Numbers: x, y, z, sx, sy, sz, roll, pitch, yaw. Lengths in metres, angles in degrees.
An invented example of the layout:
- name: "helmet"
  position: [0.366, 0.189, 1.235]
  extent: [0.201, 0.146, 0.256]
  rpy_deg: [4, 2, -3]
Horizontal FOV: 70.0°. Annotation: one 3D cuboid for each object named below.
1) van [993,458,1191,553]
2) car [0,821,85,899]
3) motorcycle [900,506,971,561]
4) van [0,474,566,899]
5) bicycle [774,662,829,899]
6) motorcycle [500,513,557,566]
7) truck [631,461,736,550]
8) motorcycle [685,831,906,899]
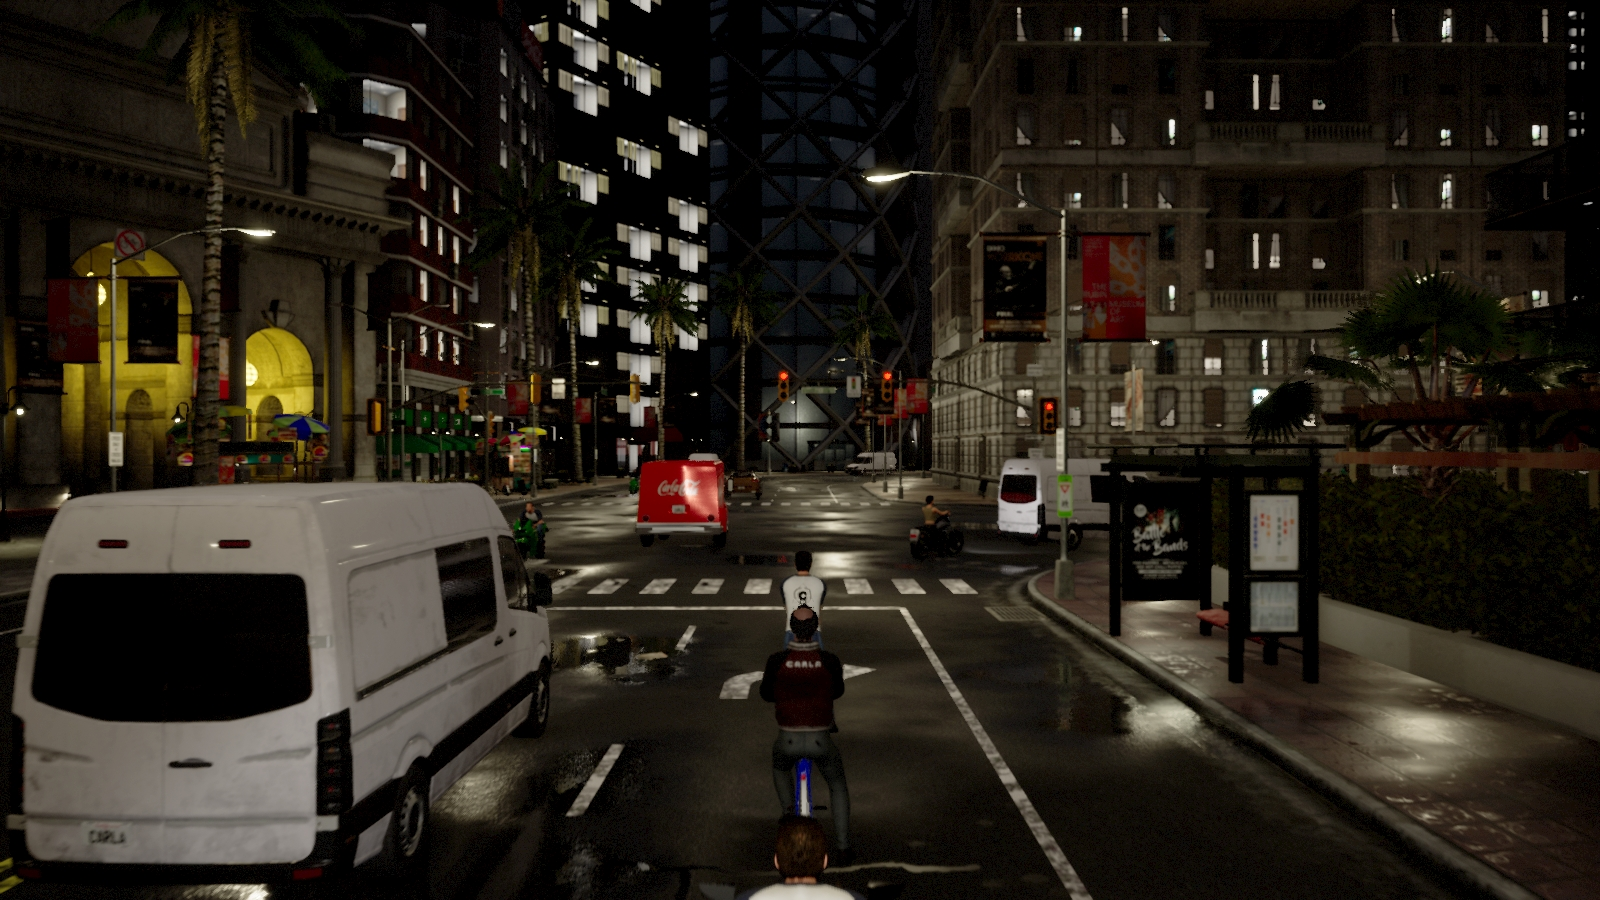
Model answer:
- name: "van"
  position: [8.635, 1.533, 33.620]
  extent: [5.915, 2.561, 1.988]
  rpy_deg: [0, 0, -29]
- name: "car"
  position: [-3.486, 2.120, 3.284]
  extent: [1.481, 1.376, 2.207]
  rpy_deg: [0, 0, 0]
- name: "motorcycle"
  position: [3.572, 2.169, 29.955]
  extent: [0.764, 1.277, 2.356]
  rpy_deg: [0, 0, 37]
- name: "van"
  position: [-3.523, 1.534, 9.287]
  extent: [1.988, 2.561, 5.915]
  rpy_deg: [0, 0, 0]
- name: "bicycle"
  position: [0.010, 2.210, 7.814]
  extent: [0.329, 1.171, 1.835]
  rpy_deg: [0, 0, 0]
- name: "motorcycle"
  position: [-6.721, 2.212, 28.407]
  extent: [0.803, 1.145, 2.033]
  rpy_deg: [0, 0, 4]
- name: "truck"
  position: [-3.386, 1.563, 34.486]
  extent: [2.627, 2.467, 5.204]
  rpy_deg: [0, 0, 0]
- name: "motorcycle"
  position: [-0.017, 2.213, 3.898]
  extent: [0.803, 1.145, 2.033]
  rpy_deg: [0, 0, 0]
